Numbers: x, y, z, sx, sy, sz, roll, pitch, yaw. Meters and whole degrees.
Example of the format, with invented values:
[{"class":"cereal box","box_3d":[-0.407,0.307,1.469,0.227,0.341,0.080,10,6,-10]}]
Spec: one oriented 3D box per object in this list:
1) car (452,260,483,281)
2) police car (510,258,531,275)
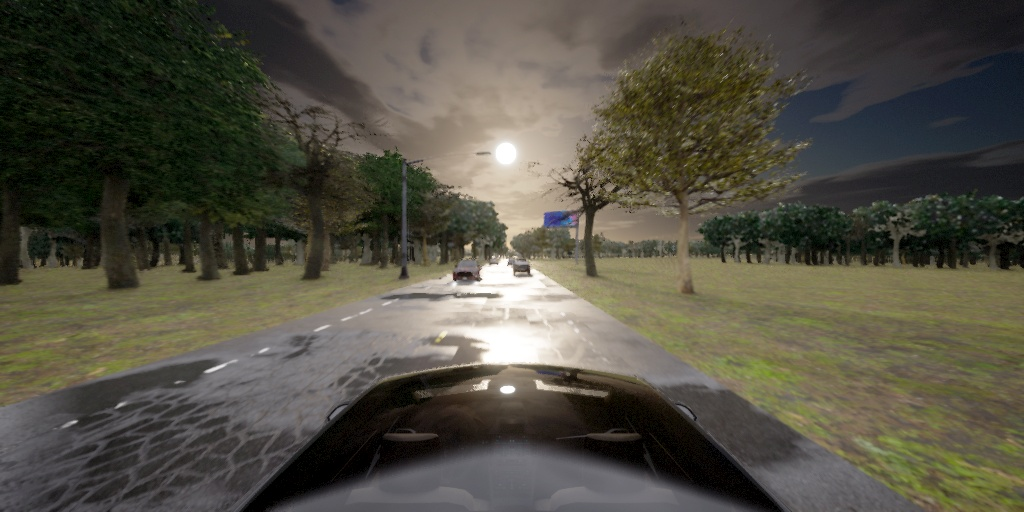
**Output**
[{"class":"car","box_3d":[-3.567,1.098,29.439,2.097,1.767,4.553,0,0,0]},{"class":"police car","box_3d":[1.059,1.175,39.534,1.930,1.638,5.238,0,0,0]}]
